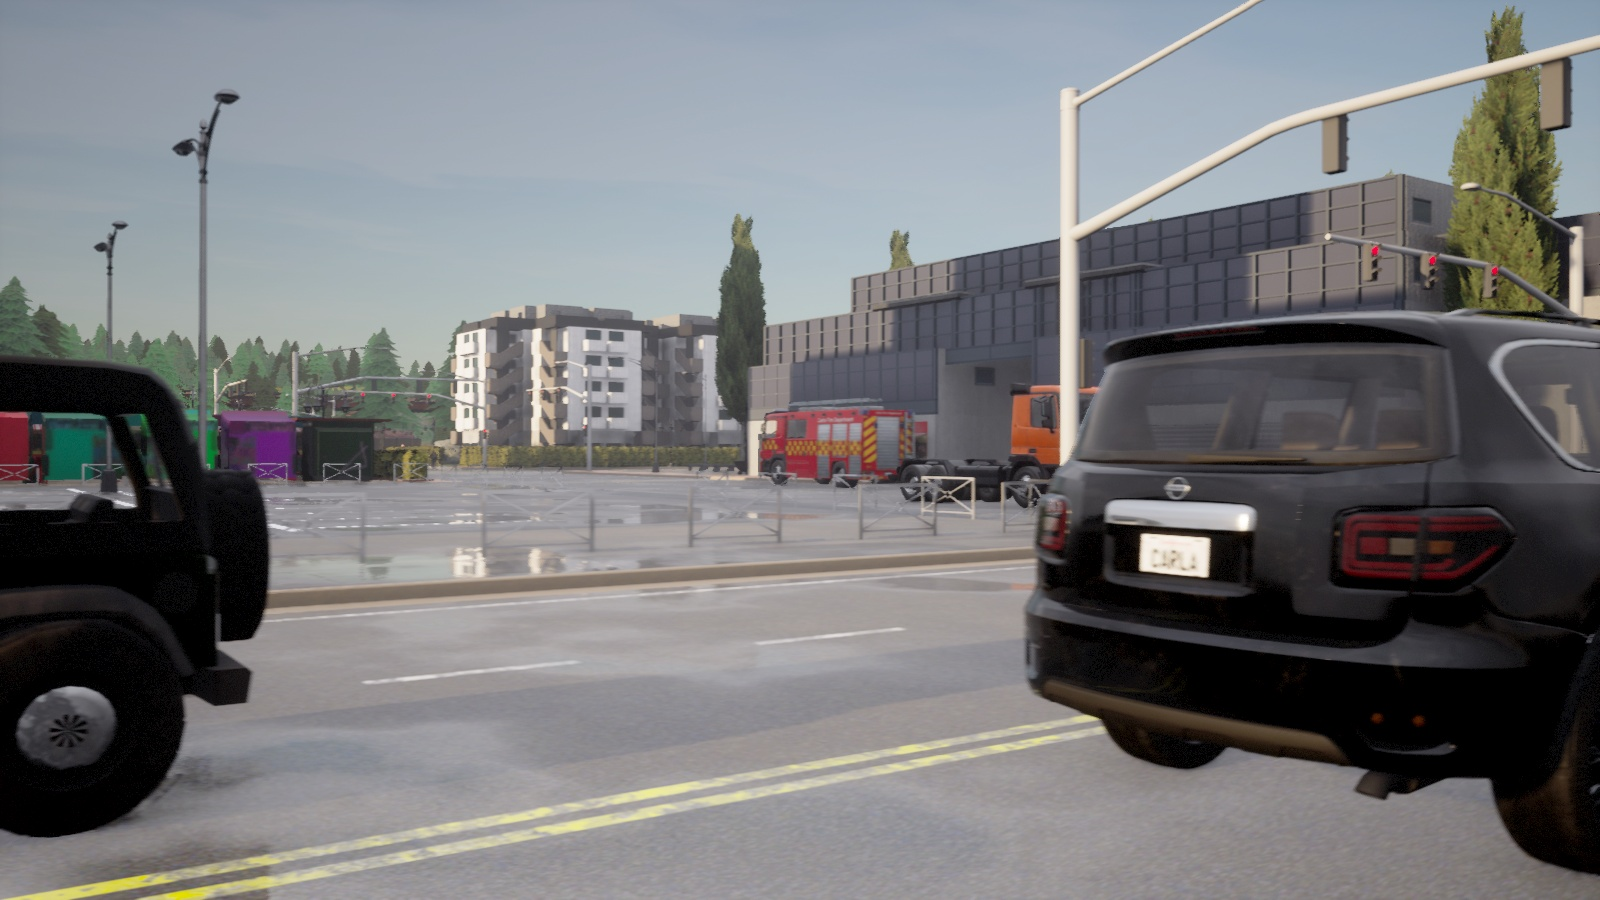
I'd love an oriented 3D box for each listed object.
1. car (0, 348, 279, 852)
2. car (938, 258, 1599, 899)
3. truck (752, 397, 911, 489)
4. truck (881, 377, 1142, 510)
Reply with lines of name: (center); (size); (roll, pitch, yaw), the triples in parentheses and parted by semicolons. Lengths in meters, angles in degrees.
car: (-4.310, 0.562, 4.924); (3.866, 1.878, 1.905); (0, 0, -35)
car: (3.492, 0.471, 6.090); (5.566, 2.045, 2.150); (0, 0, -35)
truck: (1.251, -0.283, 56.792); (2.891, 3.827, 8.468); (0, 0, -33)
truck: (5.945, -0.159, 36.841); (2.891, 3.462, 7.936); (0, 0, -33)
